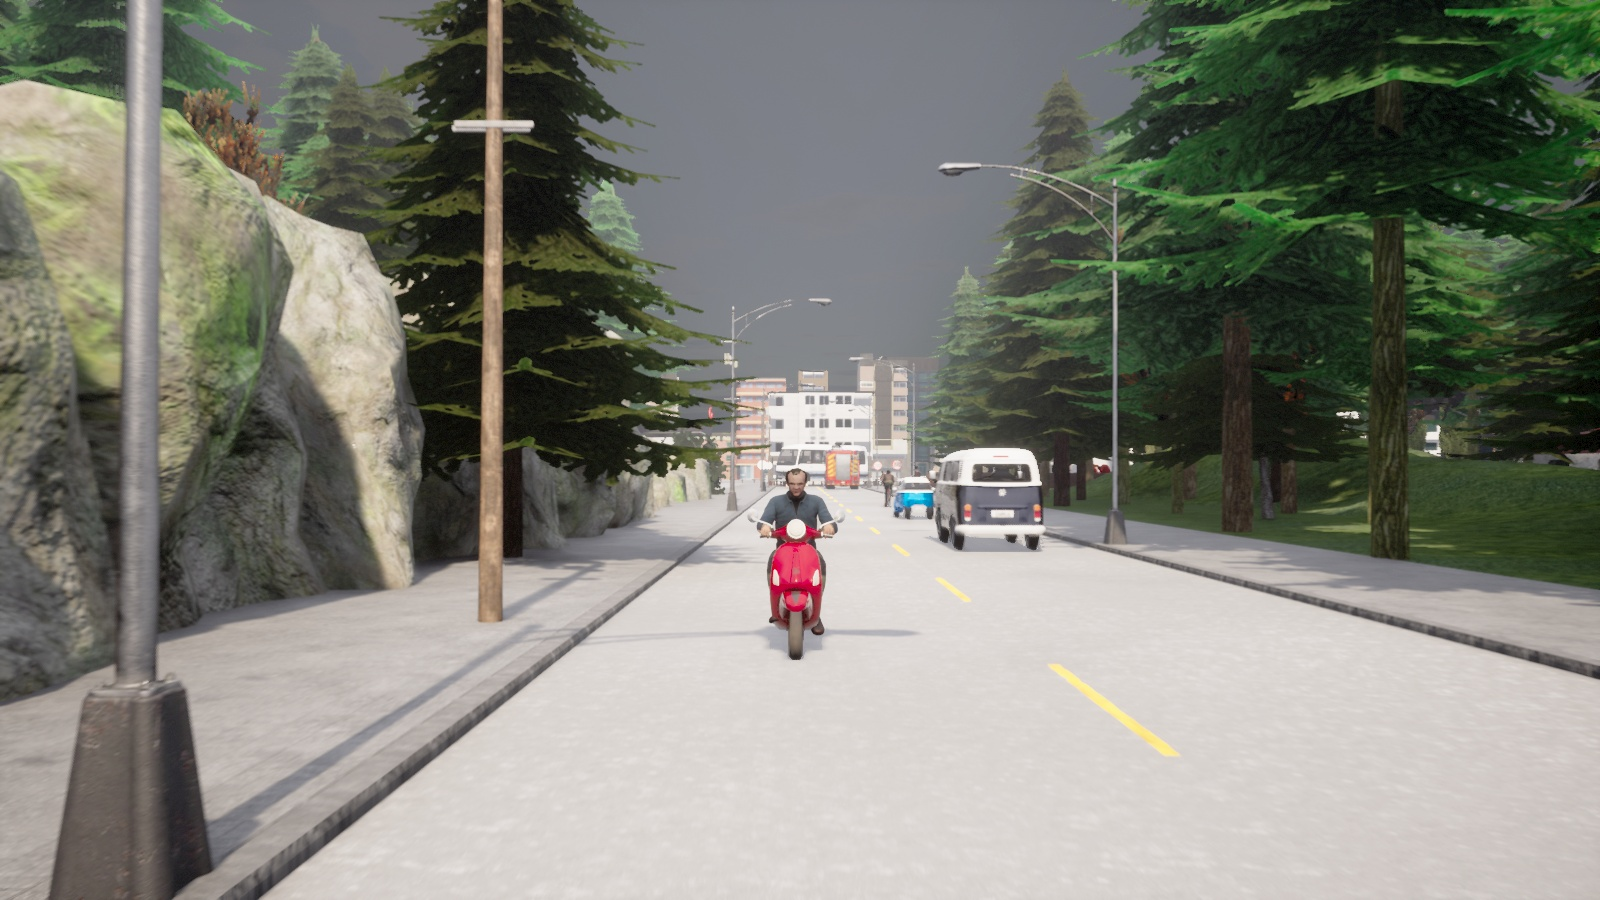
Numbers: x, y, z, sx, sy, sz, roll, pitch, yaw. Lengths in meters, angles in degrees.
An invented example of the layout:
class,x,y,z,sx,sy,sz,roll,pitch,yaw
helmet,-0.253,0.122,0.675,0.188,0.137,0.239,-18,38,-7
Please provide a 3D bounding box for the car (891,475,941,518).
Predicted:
class,x,y,z,sx,sy,sz,roll,pitch,yaw
car,3.900,1.563,42.382,1.481,1.376,2.207,0,-1,0

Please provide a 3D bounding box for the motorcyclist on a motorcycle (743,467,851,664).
class,x,y,z,sx,sy,sz,roll,pitch,yaw
motorcyclist on a motorcycle,-0.027,0.954,11.094,0.866,1.590,1.817,0,-1,0

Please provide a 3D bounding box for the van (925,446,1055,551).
class,x,y,z,sx,sy,sz,roll,pitch,yaw
van,3.936,0.972,26.767,2.069,2.038,4.480,0,-1,0
